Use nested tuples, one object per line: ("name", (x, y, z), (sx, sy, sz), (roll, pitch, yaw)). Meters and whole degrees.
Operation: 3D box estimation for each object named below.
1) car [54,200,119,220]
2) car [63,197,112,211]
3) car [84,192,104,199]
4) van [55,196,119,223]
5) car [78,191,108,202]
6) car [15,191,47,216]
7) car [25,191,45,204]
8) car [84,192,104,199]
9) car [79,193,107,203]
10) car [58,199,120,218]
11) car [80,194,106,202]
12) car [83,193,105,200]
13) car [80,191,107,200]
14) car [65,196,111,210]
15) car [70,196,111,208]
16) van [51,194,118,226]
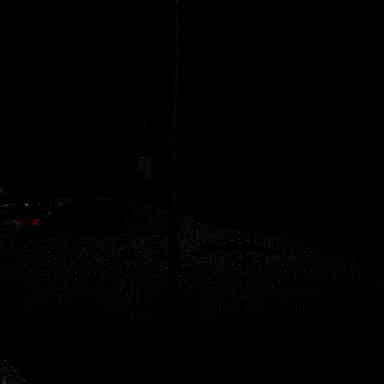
("car", (-9.188, 1.561, 29.163), (5.008, 1.535, 2.097), (2, 0, -36))
("car", (-12.672, 1.460, 40.600), (5.366, 1.575, 1.946), (2, 0, -36))
("car", (-25.546, 0.867, 86.928), (4.553, 1.767, 2.185), (2, 0, -36))
("van", (-8.257, 1.332, 26.365), (4.442, 1.987, 1.878), (2, -1, -36))
("car", (-20.668, 0.897, 69.568), (5.566, 2.045, 2.435), (2, 0, -36))
("car", (-15.530, 1.215, 32.294), (2.150, 2.045, 5.566), (1, 0, -16))
("car", (-26.513, 0.877, 56.325), (2.150, 2.045, 5.566), (1, 0, -15))
("car", (-24.737, 0.891, 84.038), (4.553, 1.767, 2.185), (2, 0, -36))
("car", (-19.019, 1.082, 63.827), (4.553, 1.767, 2.185), (2, 0, -36))
("car", (-9.888, 1.560, 32.155), (5.366, 1.575, 1.946), (2, 0, -36))
("car", (-19.864, 1.217, 66.703), (4.674, 1.452, 2.002), (2, 0, -36))
("car", (-23.922, 1.071, 81.138), (4.792, 1.488, 2.163), (2, 0, -36))
("car", (-23.107, 0.815, 78.248), (5.566, 2.045, 2.435), (2, 0, -36))
("car", (-13.495, 1.426, 43.486), (5.366, 1.575, 1.946), (1, 0, -36))
("car", (-14.158, 1.401, 46.484), (4.892, 1.521, 2.231), (2, 1, -36))
("van", (-7.413, 1.327, 23.485), (4.442, 1.987, 1.878), (2, -1, -36))
